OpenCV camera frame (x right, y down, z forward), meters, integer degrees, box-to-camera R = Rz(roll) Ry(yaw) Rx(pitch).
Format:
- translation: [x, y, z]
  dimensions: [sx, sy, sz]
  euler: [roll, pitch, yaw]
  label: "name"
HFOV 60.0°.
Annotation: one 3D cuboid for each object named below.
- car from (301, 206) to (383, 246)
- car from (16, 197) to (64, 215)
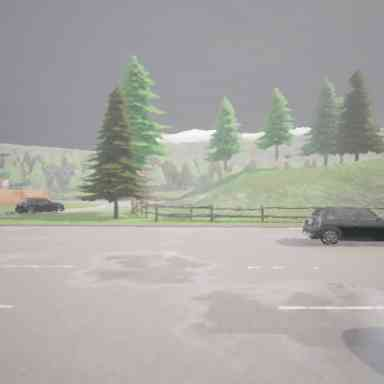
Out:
- translation: [7.495, 1.424, 15.191]
  dimensions: [4.553, 1.767, 2.097]
  euler: [0, 0, 0]
  label: "car"
- translation: [-15.705, 1.346, 34.647]
  dimensions: [2.097, 1.767, 4.553]
  euler: [0, 0, 38]
  label: "car"
